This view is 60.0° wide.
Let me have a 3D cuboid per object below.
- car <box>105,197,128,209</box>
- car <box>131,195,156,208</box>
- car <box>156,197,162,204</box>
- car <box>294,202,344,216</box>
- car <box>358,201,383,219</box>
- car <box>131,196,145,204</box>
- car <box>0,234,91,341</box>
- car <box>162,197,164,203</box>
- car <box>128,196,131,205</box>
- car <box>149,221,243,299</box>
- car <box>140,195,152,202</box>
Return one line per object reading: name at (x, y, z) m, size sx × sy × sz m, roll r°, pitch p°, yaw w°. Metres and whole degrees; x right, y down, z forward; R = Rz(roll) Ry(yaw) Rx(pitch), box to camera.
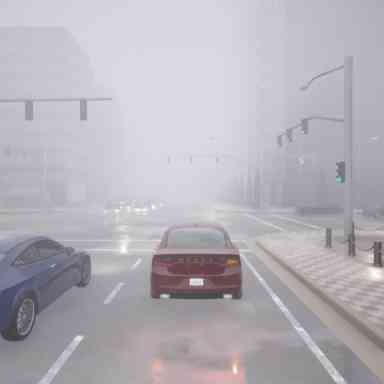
car at (-10.498, 1.505, 45.561) m, size 1.837 × 1.490 × 4.892 m, roll 0°, pitch 0°, yaw 0°
car at (-6.990, 1.491, 48.646) m, size 2.128 × 1.511 × 4.902 m, roll 0°, pitch 0°, yaw 0°
car at (-6.952, 1.491, 57.953) m, size 2.128 × 1.511 × 4.902 m, roll 0°, pitch 0°, yaw 0°
car at (12.051, 1.545, 30.919) m, size 4.718 × 1.301 × 1.895 m, roll 0°, pitch 0°, yaw 1°
car at (16.340, 1.436, 27.373) m, size 4.902 × 1.511 × 2.128 m, roll 0°, pitch 0°, yaw 0°
car at (-10.395, 1.564, 64.786) m, size 1.994 × 1.385 × 4.181 m, roll 0°, pitch 0°, yaw 1°
car at (-3.416, 1.526, 6.370) m, size 1.812 × 1.442 × 4.674 m, roll 0°, pitch 0°, yaw 0°
car at (-6.857, 1.601, 68.244) m, size 1.895 × 1.301 × 4.718 m, roll 0°, pitch 0°, yaw 0°
car at (-10.468, 1.491, 54.788) m, size 2.128 × 1.511 × 4.902 m, roll 0°, pitch 0°, yaw 0°
car at (0.099, 1.478, 8.498) m, size 1.882 × 1.535 × 5.008 m, roll 0°, pitch 0°, yaw 0°
car at (-10.335, 1.478, 75.173) m, size 1.882 × 1.535 × 5.008 m, roll 0°, pitch 0°, yaw 0°
